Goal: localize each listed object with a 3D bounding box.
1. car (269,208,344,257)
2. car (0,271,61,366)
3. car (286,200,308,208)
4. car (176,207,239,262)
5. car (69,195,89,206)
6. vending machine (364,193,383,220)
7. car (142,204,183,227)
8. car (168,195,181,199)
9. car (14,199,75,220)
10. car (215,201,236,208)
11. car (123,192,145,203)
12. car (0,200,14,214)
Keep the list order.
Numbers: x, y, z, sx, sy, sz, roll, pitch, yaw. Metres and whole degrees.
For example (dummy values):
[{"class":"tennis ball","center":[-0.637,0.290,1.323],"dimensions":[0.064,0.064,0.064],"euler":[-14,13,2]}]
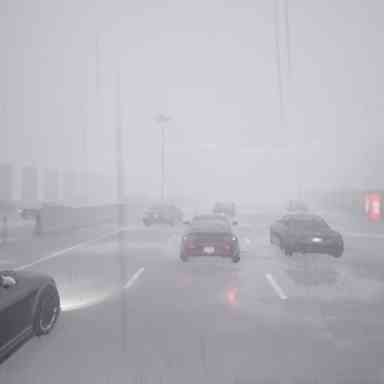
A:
[{"class":"car","center":[4.254,1.534,12.921],"dimensions":[1.994,1.385,4.181],"euler":[0,0,5]},{"class":"car","center":[-3.249,1.543,3.975],"dimensions":[1.994,1.385,4.181],"euler":[0,0,1]},{"class":"car","center":[11.184,1.517,35.694],"dimensions":[1.895,1.301,4.718],"euler":[0,0,11]},{"class":"car","center":[0.669,1.489,11.904],"dimensions":[1.812,1.442,4.674],"euler":[0,0,4]},{"class":"car","center":[-17.862,1.283,51.793],"dimensions":[2.128,1.511,4.902],"euler":[0,0,12]},{"class":"vending machine","center":[14.412,1.149,26.458],"dimensions":[1.100,2.100,0.880],"euler":[0,0,10]},{"class":"car","center":[-1.801,1.473,22.164],"dimensions":[2.033,1.411,5.357],"euler":[0,0,8]},{"class":"car","center":[-3.529,1.271,67.654],"dimensions":[2.128,1.511,4.902],"euler":[0,0,13]},{"class":"car","center":[-11.874,1.485,27.132],"dimensions":[1.895,1.301,4.718],"euler":[0,0,9]},{"class":"car","center":[3.062,1.513,30.332],"dimensions":[1.895,1.301,4.718],"euler":[0,0,10]},{"class":"car","center":[-9.717,1.012,56.303],"dimensions":[2.150,2.045,5.566],"euler":[0,0,13]},{"class":"car","center":[-18.446,1.405,30.399],"dimensions":[2.033,1.411,5.357],"euler":[0,0,9]}]
